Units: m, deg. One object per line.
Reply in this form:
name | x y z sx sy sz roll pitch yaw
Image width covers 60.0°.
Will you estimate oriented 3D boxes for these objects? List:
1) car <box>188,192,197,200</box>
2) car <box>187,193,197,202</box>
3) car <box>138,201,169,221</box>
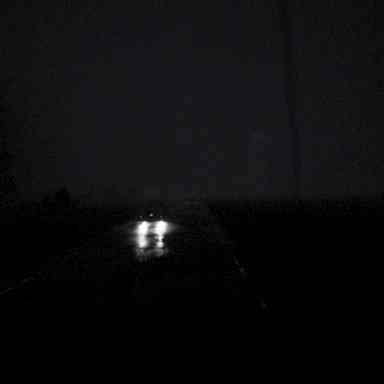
car | 0.033 0.871 73.651 1.882 1.535 5.008 0 0 0
car | 0.029 1.060 63.230 1.882 1.535 5.008 0 0 0
car | -2.780 1.386 24.905 1.994 1.385 4.181 0 0 1
